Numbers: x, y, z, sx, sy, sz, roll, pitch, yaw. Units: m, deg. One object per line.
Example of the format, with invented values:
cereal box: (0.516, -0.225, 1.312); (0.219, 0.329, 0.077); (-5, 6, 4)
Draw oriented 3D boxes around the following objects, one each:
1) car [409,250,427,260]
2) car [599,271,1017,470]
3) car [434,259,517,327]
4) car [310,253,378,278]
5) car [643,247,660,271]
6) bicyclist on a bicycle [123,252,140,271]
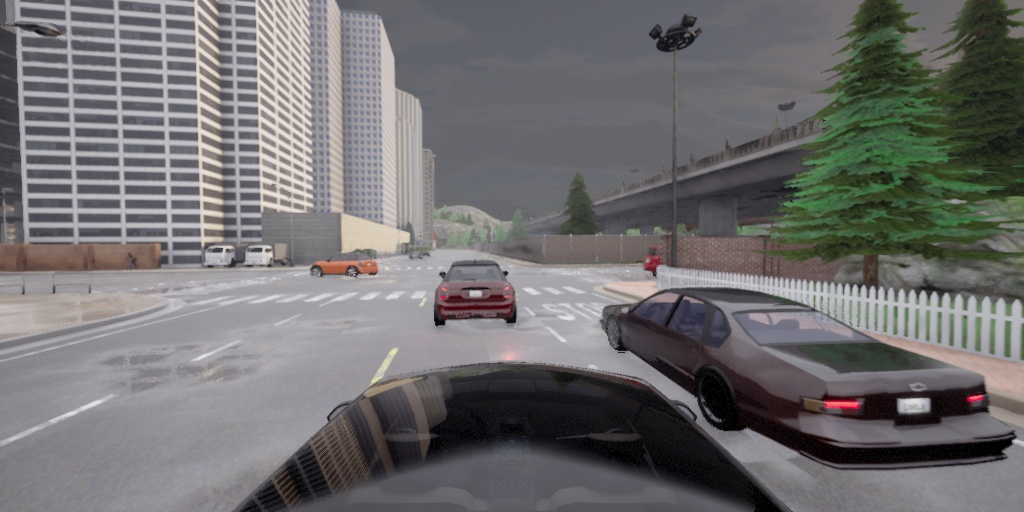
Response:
car: (-15.627, -0.168, 58.596); (2.128, 1.511, 4.902); (-1, 2, -8)
car: (3.008, 1.185, 5.382); (2.033, 1.411, 5.357); (0, 2, -5)
car: (-1.131, 0.871, 10.839); (2.097, 1.767, 4.553); (0, 2, -7)
car: (-11.896, 0.590, 25.372); (4.553, 1.767, 2.097); (0, 2, 18)
car: (11.446, 0.395, 23.413); (5.566, 2.045, 2.150); (0, 1, -4)
bicyclist on a bicycle: (-33.739, 0.498, 31.776); (0.582, 1.620, 1.656); (-1, 2, -9)
